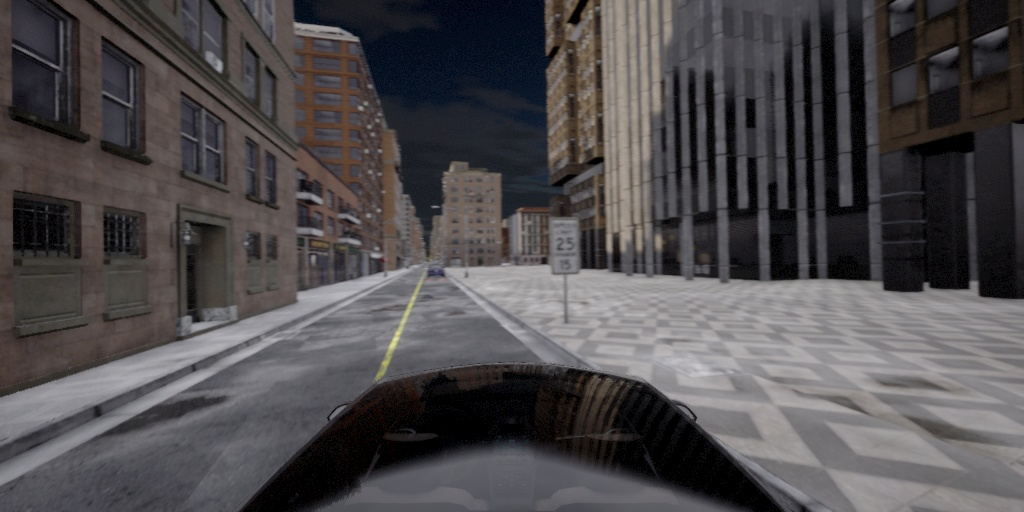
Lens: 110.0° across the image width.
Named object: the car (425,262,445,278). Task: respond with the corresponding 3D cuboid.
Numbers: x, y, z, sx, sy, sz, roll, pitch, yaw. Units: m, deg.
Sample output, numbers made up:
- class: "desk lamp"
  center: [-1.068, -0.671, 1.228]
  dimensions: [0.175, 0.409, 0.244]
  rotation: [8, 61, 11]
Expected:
- class: "car"
  center: [-9.500, 1.778, 44.840]
  dimensions: [2.097, 1.767, 4.553]
  rotation: [-1, -1, -13]
